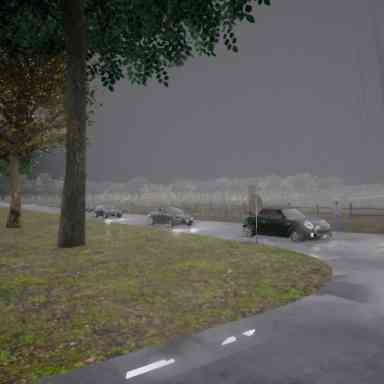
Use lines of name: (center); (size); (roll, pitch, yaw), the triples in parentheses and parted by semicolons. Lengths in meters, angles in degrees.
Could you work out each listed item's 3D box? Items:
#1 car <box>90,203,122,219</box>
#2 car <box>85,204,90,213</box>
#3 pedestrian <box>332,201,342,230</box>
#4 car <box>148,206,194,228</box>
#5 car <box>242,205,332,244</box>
car: (-9.446, 2.172, 37.214); (1.837, 1.490, 4.892); (-1, 0, -35)
car: (-15.364, 2.428, 50.733); (1.994, 1.385, 4.181); (-1, 0, -35)
pedestrian: (9.218, 1.440, 21.054); (0.375, 1.860, 0.375); (-3, 2, -35)
car: (-1.760, 1.931, 26.280); (1.837, 1.490, 4.892); (-1, 0, -35)
car: (4.860, 1.569, 17.470); (2.097, 1.767, 4.553); (-1, 0, -40)
